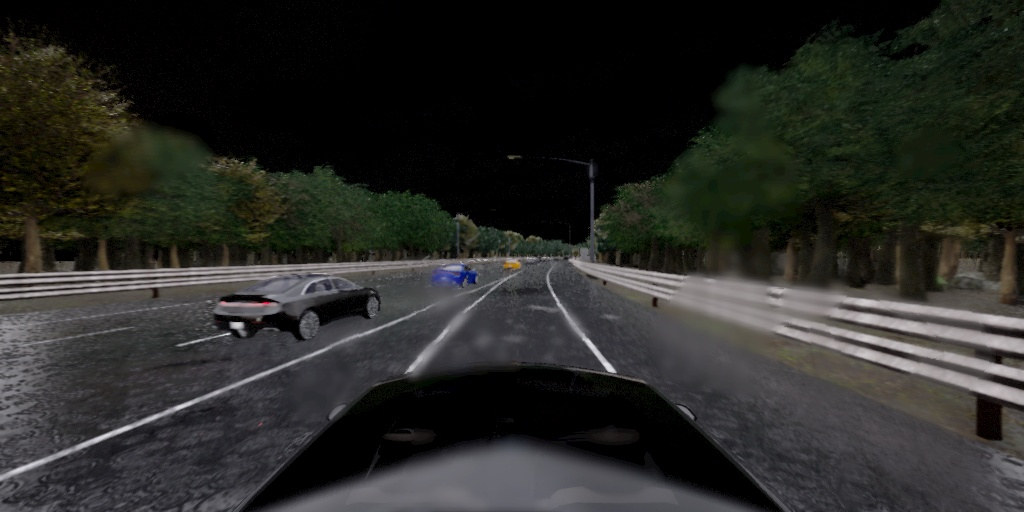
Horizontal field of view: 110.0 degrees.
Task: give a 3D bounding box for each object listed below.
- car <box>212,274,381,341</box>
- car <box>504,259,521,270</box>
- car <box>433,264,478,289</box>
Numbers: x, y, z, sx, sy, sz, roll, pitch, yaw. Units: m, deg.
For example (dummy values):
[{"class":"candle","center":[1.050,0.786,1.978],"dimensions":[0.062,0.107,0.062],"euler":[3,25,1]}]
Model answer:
[{"class":"car","center":[-5.450,1.248,9.929],"dimensions":[2.128,1.511,4.902],"euler":[0,0,8]},{"class":"car","center":[0.090,1.207,50.482],"dimensions":[1.882,1.535,5.008],"euler":[0,0,8]},{"class":"car","center":[-3.580,1.244,23.612],"dimensions":[1.882,1.535,5.008],"euler":[0,0,8]}]
